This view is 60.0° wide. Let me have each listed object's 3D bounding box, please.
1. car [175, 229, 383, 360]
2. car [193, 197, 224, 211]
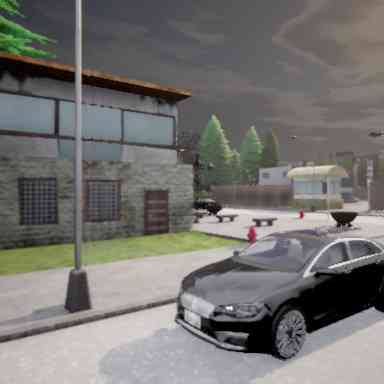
[{"bbox_3d":[2.003,1.482,6.017,4.902,1.511,2.128,0,0,-35],"label":"car"},{"bbox_3d":[1.739,1.429,39.749,1.882,1.535,5.008,0,0,-35],"label":"car"}]
